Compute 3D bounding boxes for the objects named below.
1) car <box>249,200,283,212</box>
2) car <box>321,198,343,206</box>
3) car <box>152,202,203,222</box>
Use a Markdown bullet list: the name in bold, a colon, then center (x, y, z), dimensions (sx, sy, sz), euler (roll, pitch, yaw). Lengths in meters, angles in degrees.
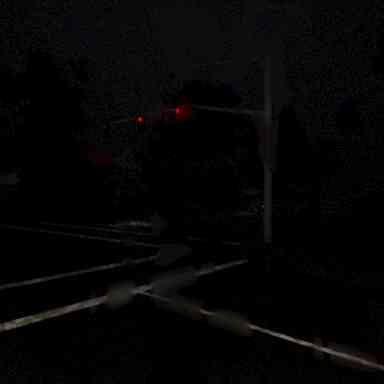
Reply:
- **car**: center (8.209, 1.585, 36.850), dimensions (1.895, 1.301, 4.718), euler (0, 0, 41)
- **car**: center (22.287, 1.609, 52.945), dimensions (1.895, 1.301, 4.718), euler (0, 0, 42)
- **car**: center (-1.051, 1.495, 26.205), dimensions (1.812, 1.442, 4.674), euler (0, 0, 41)
